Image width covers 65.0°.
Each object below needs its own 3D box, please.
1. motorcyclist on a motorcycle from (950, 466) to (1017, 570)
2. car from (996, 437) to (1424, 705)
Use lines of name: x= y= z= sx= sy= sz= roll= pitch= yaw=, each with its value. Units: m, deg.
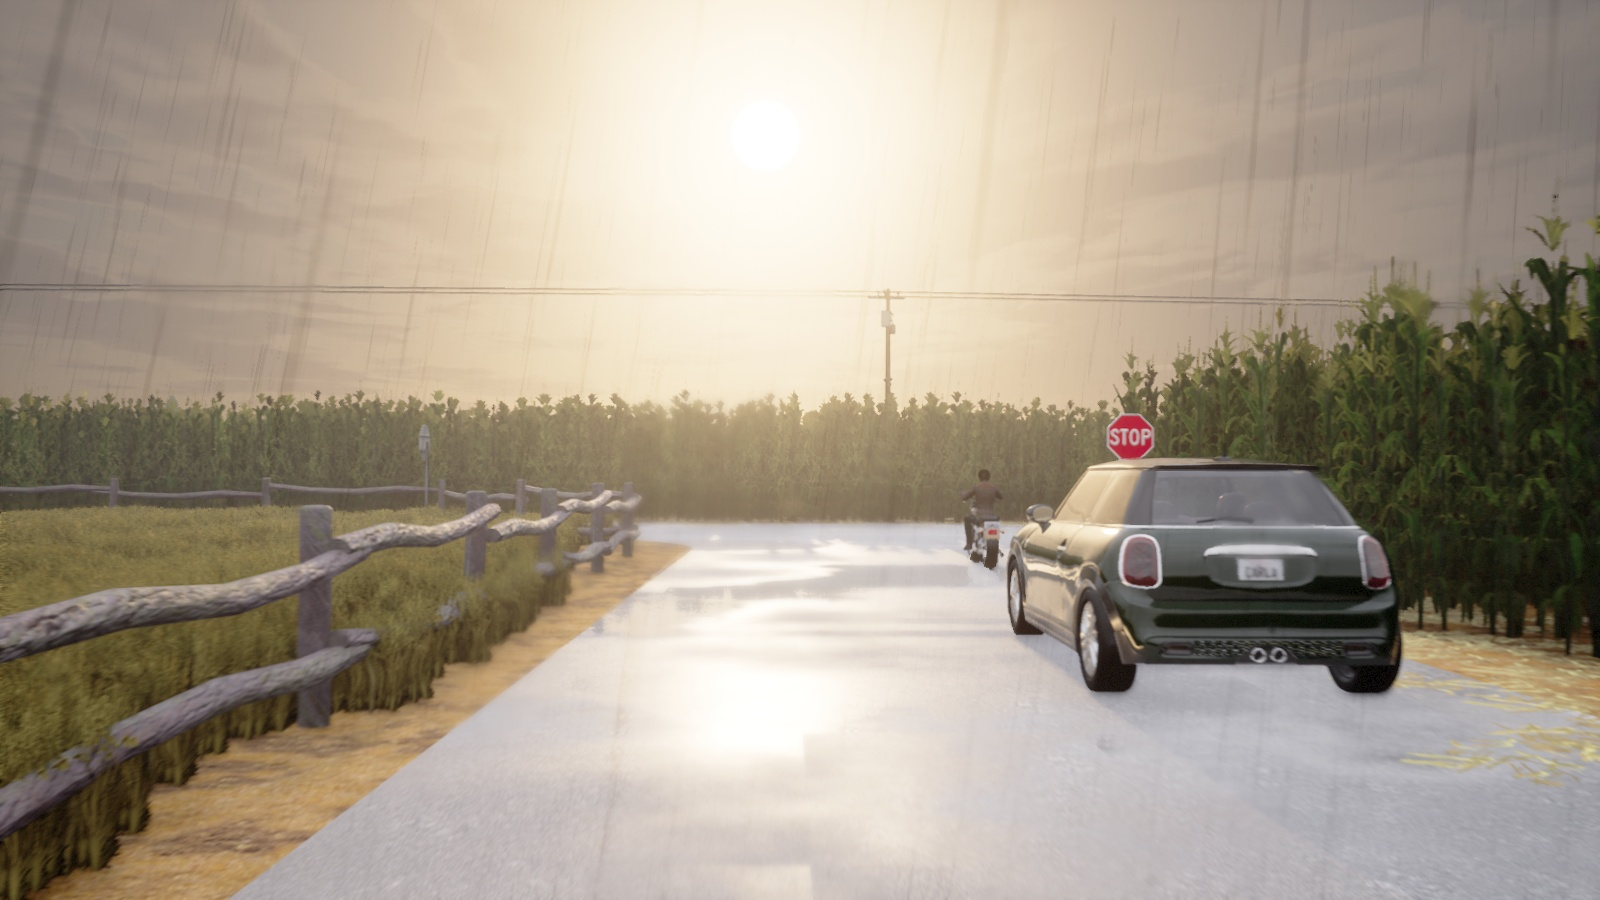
motorcyclist on a motorcycle: x=3.048 y=1.106 z=21.067 sx=0.766 sy=1.649 sz=2.350 roll=0 pitch=-1 yaw=0
car: x=3.073 y=0.838 z=10.608 sx=2.097 sy=1.767 sz=4.553 roll=0 pitch=-1 yaw=0
